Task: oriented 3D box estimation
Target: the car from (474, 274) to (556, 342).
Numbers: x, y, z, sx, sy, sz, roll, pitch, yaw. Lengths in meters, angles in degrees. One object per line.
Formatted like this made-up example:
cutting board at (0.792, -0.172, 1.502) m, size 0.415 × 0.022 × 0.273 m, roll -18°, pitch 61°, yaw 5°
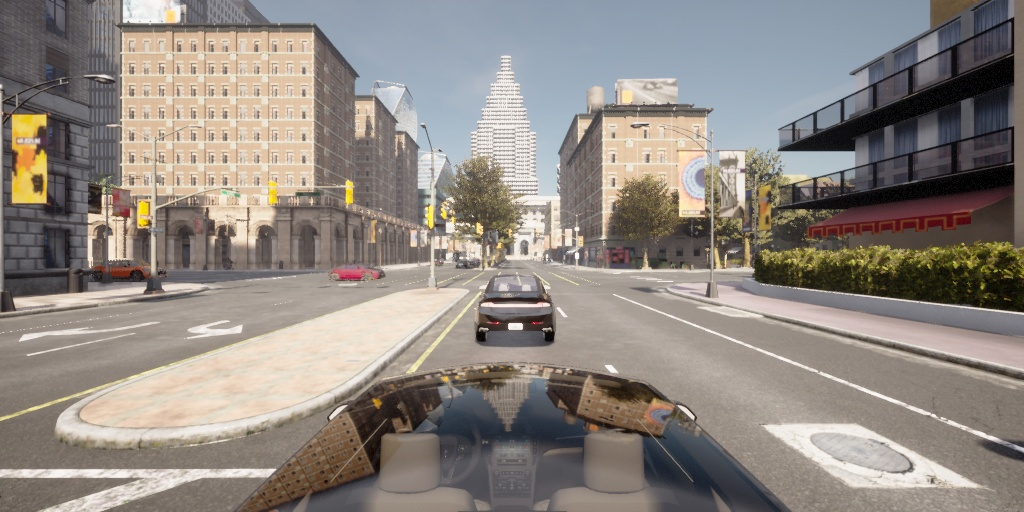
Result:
car at (0.083, 1.242, 9.815) m, size 2.128 × 1.511 × 4.902 m, roll 0°, pitch 0°, yaw 0°

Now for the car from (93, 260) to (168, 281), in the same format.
car at (-30.996, 1.102, 29.281) m, size 4.553 × 1.767 × 2.097 m, roll 0°, pitch 0°, yaw 0°

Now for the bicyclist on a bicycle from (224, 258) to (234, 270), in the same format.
bicyclist on a bicycle at (-37.237, 1.050, 47.226) m, size 0.582 × 1.620 × 1.656 m, roll 0°, pitch 0°, yaw 0°

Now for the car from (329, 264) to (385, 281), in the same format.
car at (-12.648, 1.314, 29.354) m, size 4.181 × 1.385 × 1.994 m, roll 0°, pitch 0°, yaw 0°

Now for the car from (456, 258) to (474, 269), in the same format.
car at (-8.002, 1.241, 58.564) m, size 2.128 × 1.511 × 4.902 m, roll 0°, pitch 0°, yaw 0°
